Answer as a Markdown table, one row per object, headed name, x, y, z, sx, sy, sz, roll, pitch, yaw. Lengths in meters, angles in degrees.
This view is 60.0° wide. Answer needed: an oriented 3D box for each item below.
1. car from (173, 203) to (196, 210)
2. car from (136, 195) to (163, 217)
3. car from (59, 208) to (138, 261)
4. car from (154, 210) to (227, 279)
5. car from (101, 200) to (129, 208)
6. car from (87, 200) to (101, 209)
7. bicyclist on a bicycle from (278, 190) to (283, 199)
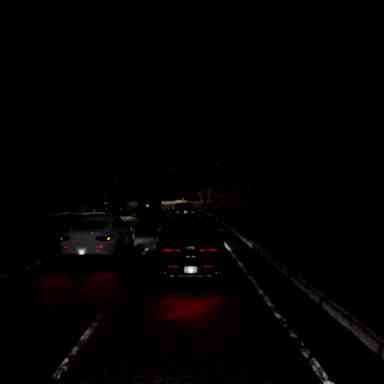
| name | x | y | z | sx | sy | sz | roll | pitch | yaw |
| --- | --- | --- | --- | --- | --- | --- | --- | --- | --- |
| car | -0.642 | 1.625 | 28.429 | 2.033 | 1.411 | 5.357 | 0 | 0 | -2 |
| car | -4.068 | 1.314 | 32.101 | 2.150 | 2.045 | 5.566 | 0 | 0 | -3 |
| car | -3.344 | 1.549 | 12.266 | 1.812 | 1.442 | 4.674 | 0 | 0 | -1 |
| car | -0.055 | 1.526 | 10.105 | 1.837 | 1.490 | 4.892 | 0 | 0 | -1 |
| car | -7.627 | 1.579 | 34.081 | 1.882 | 1.535 | 5.008 | 0 | 0 | -3 |
| car | -11.259 | 1.680 | 40.405 | 2.033 | 1.411 | 5.357 | 0 | 0 | -4 |
| bicyclist on a bicycle | 15.492 | 0.452 | 58.290 | 0.582 | 1.620 | 1.656 | -2 | -1 | -5 |
